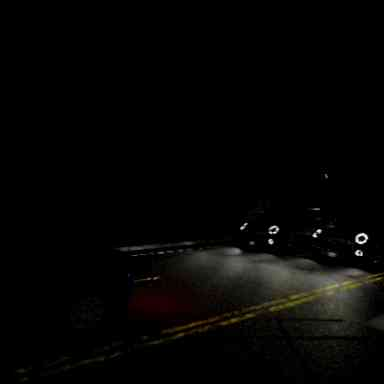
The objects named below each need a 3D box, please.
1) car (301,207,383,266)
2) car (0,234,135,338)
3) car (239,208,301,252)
[{"bbox_3d":[6.434,1.493,12.238,4.553,1.767,2.097,1,0,-35],"label":"car"},{"bbox_3d":[-3.383,1.476,5.266,5.008,1.535,1.882,1,-1,-35],"label":"car"},{"bbox_3d":[4.183,1.485,14.646,4.553,1.767,2.097,1,0,-37],"label":"car"}]
